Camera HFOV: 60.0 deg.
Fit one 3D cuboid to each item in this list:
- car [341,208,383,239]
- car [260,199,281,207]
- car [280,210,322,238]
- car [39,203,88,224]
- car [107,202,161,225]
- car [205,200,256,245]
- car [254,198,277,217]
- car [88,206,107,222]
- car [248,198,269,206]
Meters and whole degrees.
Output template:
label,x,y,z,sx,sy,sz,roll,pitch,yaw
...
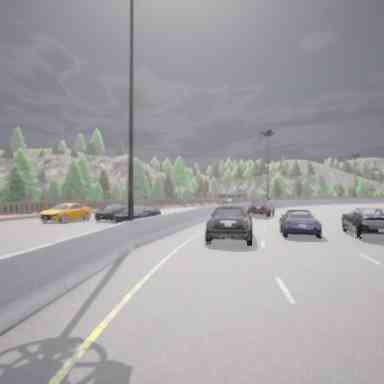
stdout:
label,x,y,z,sx,sy,sz,roll,pitch,yaw
car,9.385,1.598,17.885,2.128,1.511,4.902,0,0,13
car,14.142,1.943,59.869,1.994,1.385,4.181,-1,-1,38
car,5.978,1.675,18.588,1.994,1.385,4.181,0,0,13
car,-10.128,1.647,26.925,1.882,1.535,5.008,0,0,16
car,-3.788,1.622,23.606,1.882,1.535,5.008,0,0,15
car,1.945,1.451,16.453,2.097,1.767,4.553,0,0,10
car,7.112,1.553,33.611,2.097,1.767,4.553,0,0,21
car,-6.225,1.653,27.888,1.882,1.535,5.008,0,0,17
car,12.906,1.923,63.965,1.837,1.490,4.892,-1,-1,39
